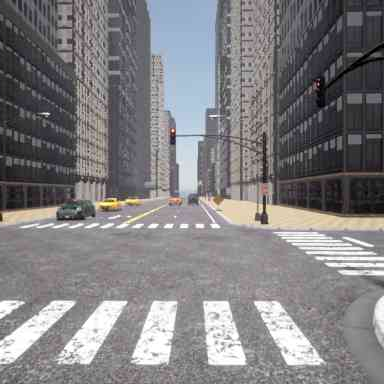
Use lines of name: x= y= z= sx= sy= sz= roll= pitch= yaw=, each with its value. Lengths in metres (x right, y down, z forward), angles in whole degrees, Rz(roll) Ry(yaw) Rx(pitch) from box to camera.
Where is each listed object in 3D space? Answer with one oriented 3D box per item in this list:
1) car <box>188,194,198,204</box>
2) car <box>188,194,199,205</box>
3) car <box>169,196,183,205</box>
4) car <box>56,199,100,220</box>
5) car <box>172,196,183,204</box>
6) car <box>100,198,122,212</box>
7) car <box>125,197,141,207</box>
car: x=0.254 y=1.361 z=70.439 sx=2.150 sy=2.045 sz=5.566 roll=0 pitch=0 yaw=0
car: x=0.255 y=1.606 z=60.232 sx=1.837 sy=1.490 sz=4.892 roll=0 pitch=0 yaw=0
car: x=-2.994 y=1.452 z=60.019 sx=2.097 sy=1.767 sz=4.553 roll=0 pitch=0 yaw=0
car: x=-9.777 y=1.374 z=28.310 sx=2.097 sy=1.767 sz=4.553 roll=0 pitch=0 yaw=0
car: x=-2.998 y=1.634 z=70.208 sx=2.128 sy=1.511 sz=4.902 roll=0 pitch=0 yaw=0
car: x=-9.747 y=1.521 z=39.841 sx=1.882 sy=1.535 sz=5.008 roll=0 pitch=0 yaw=0
car: x=-9.685 y=1.560 z=54.721 sx=1.882 sy=1.535 sz=5.008 roll=0 pitch=0 yaw=0
